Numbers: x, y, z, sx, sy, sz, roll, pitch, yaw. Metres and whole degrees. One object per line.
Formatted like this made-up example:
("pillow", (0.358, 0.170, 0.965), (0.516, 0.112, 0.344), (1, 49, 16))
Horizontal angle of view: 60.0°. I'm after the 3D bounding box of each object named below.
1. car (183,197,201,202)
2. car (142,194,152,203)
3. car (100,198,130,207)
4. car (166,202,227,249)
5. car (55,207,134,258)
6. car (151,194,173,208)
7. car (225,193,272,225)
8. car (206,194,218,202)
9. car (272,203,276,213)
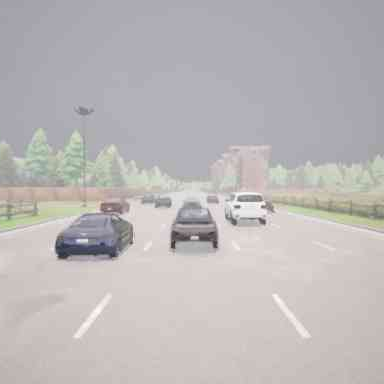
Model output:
("car", (-0.012, 1.267, 34.002), (1.812, 1.442, 4.674), (0, 1, 0))
("car", (-7.120, 1.072, 55.108), (2.128, 1.511, 4.902), (0, 0, 0))
("car", (-6.989, 1.244, 30.570), (1.882, 1.535, 5.008), (0, 1, 0))
("car", (0.083, 1.385, 14.113), (2.128, 1.511, 4.902), (0, 1, 0))
("car", (-3.411, 1.469, 12.352), (1.994, 1.385, 4.181), (0, 0, 0))
("car", (-3.552, 1.170, 42.314), (2.128, 1.511, 4.902), (0, 1, 0))
("car", (3.557, 1.049, 22.780), (2.150, 2.045, 5.566), (0, 1, 0))
("car", (3.378, 1.067, 55.805), (2.128, 1.511, 4.902), (0, 0, 0))
("car", (6.995, 1.270, 33.662), (1.812, 1.442, 4.674), (0, 1, 0))
